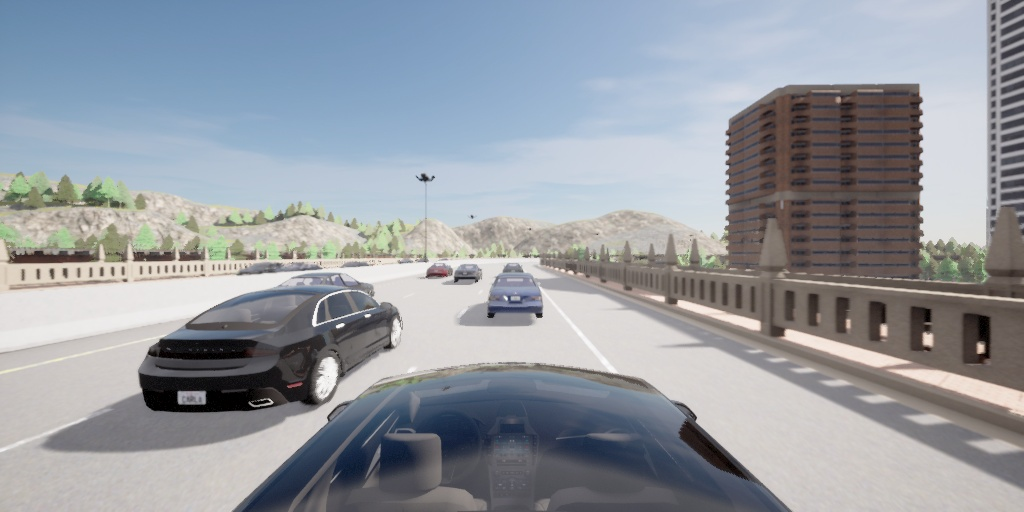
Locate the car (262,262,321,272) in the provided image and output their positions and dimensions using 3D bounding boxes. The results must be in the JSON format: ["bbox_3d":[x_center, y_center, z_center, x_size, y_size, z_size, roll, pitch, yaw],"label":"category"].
[{"bbox_3d":[-17.587,1.259,29.512,2.128,1.511,4.902,0,0,0],"label":"car"}]

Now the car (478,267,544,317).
[{"bbox_3d":[0.104,1.304,13.126,2.033,1.411,5.357,0,0,0],"label":"car"}]

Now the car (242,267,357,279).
[{"bbox_3d":[-6.896,1.305,13.260,2.033,1.411,5.357,0,0,0],"label":"car"}]

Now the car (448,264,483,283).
[{"bbox_3d":[-3.391,1.314,28.383,2.033,1.411,5.357,0,0,0],"label":"car"}]

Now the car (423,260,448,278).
[{"bbox_3d":[-6.888,1.334,34.536,1.994,1.385,4.181,0,0,0],"label":"car"}]

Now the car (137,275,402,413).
[{"bbox_3d":[-3.398,1.258,6.229,1.837,1.490,4.892,0,0,0],"label":"car"}]

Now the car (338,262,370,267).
[{"bbox_3d":[-14.084,1.274,31.917,1.837,1.490,4.892,0,0,0],"label":"car"}]

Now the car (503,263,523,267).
[{"bbox_3d":[0.110,1.334,34.462,1.994,1.385,4.181,0,0,0],"label":"car"}]

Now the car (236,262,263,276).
[{"bbox_3d":[-21.084,1.274,30.649,1.837,1.490,4.892,0,0,0],"label":"car"}]
